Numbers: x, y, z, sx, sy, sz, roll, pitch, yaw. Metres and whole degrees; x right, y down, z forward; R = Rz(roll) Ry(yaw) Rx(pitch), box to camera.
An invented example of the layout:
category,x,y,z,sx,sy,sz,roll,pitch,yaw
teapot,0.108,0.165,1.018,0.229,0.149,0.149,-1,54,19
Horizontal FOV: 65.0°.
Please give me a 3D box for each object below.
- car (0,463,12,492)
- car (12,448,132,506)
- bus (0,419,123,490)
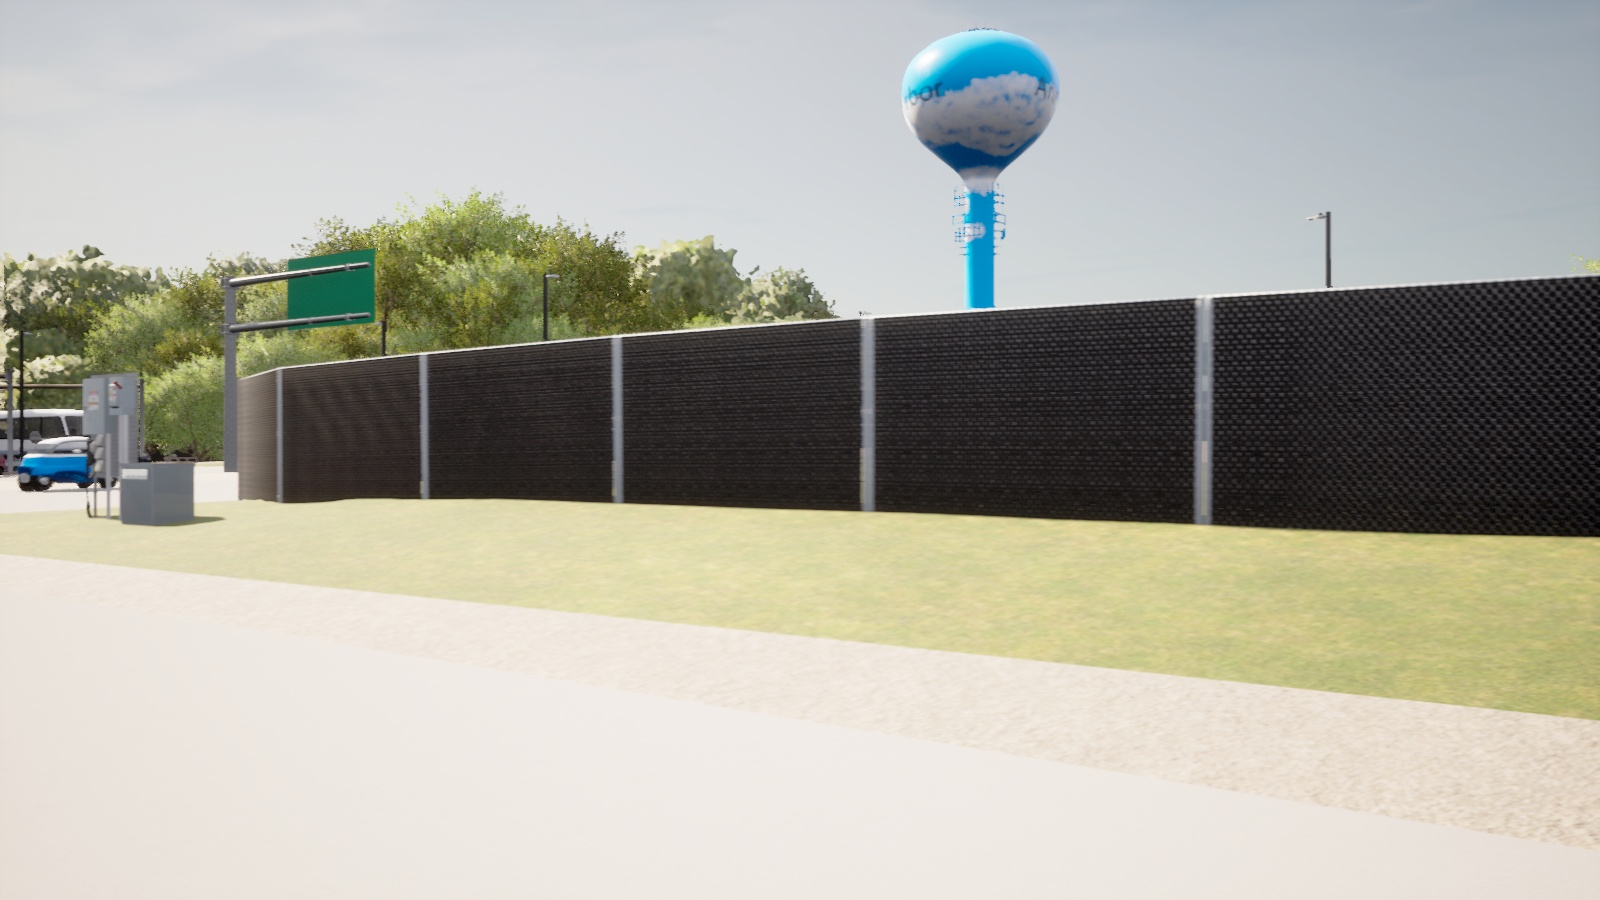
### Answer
category,x,y,z,sx,sy,sz,roll,pitch,yaw
car,-45.267,1.586,68.246,1.789,1.549,3.705,-1,2,33
car,-18.876,0.683,32.587,1.481,1.376,2.207,-1,2,34
bus,-51.151,0.398,83.520,10.273,4.253,3.944,-3,0,9
